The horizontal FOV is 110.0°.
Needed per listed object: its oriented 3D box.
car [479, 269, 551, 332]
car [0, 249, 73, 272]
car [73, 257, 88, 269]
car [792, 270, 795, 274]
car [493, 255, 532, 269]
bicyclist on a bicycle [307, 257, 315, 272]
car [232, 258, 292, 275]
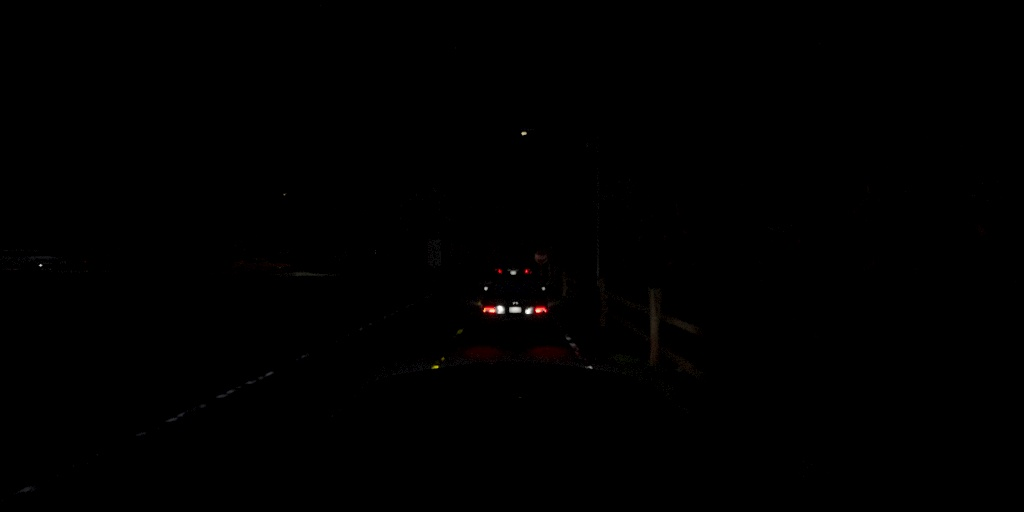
[{"bbox_3d":[0.083,1.296,10.823,2.033,1.411,5.357,0,0,0],"label":"car"},{"bbox_3d":[-46.492,0.412,34.446,5.566,2.045,2.150,0,0,1],"label":"car"},{"bbox_3d":[-47.069,0.733,37.305,4.181,1.385,1.994,1,0,1],"label":"car"},{"bbox_3d":[30.216,1.654,36.530,5.357,1.411,2.033,1,0,1],"label":"car"},{"bbox_3d":[0.034,0.969,21.263,2.150,2.045,5.566,0,0,-1],"label":"car"},{"bbox_3d":[-22.455,0.927,40.121,0.582,1.620,1.656,1,0,1],"label":"bicyclist on a bicycle"},{"bbox_3d":[-23.749,0.955,34.158,5.008,1.535,1.882,1,0,0],"label":"car"}]
